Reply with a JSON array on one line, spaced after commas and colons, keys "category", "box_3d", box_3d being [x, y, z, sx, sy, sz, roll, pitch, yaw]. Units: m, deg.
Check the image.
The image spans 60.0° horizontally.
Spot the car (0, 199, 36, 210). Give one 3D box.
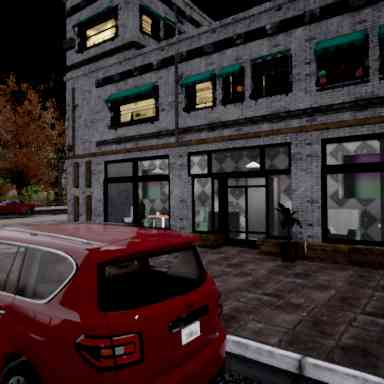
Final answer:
[{"category": "car", "box_3d": [-17.316, 1.450, 31.068, 1.895, 1.301, 4.718, -1, 0, 37]}]

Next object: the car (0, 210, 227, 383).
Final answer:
[{"category": "car", "box_3d": [-1.951, 1.315, 4.303, 5.009, 1.841, 2.192, 0, -1, 36]}]
